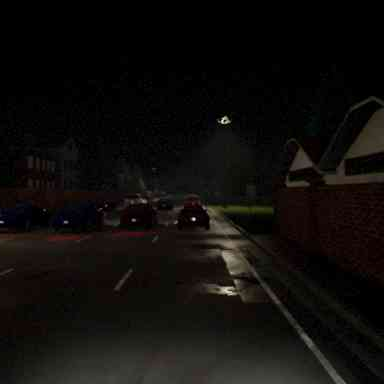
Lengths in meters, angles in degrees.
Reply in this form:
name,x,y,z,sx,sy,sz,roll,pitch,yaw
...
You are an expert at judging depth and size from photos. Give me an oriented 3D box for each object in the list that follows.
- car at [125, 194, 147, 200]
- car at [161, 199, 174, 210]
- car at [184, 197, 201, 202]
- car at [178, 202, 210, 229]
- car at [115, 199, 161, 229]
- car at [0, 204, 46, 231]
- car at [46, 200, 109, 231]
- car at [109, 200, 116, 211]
name,x,y,z,sx,sy,sz,roll,pitch,yaw
car,-6.900,1.240,41.073,2.150,2.045,5.566,0,0,0
car,-3.400,1.583,42.476,1.994,1.385,4.181,0,0,0
car,0.098,1.371,41.348,2.097,1.767,4.553,0,0,0
car,0.100,1.574,21.728,1.994,1.385,4.181,0,0,0
car,-3.399,1.487,21.970,1.882,1.535,5.008,0,0,0
car,-10.400,1.486,20.674,1.882,1.535,5.008,0,0,0
car,-6.900,1.487,20.663,1.882,1.535,5.008,0,0,0
car,-10.400,1.618,40.205,1.895,1.301,4.718,0,0,0
